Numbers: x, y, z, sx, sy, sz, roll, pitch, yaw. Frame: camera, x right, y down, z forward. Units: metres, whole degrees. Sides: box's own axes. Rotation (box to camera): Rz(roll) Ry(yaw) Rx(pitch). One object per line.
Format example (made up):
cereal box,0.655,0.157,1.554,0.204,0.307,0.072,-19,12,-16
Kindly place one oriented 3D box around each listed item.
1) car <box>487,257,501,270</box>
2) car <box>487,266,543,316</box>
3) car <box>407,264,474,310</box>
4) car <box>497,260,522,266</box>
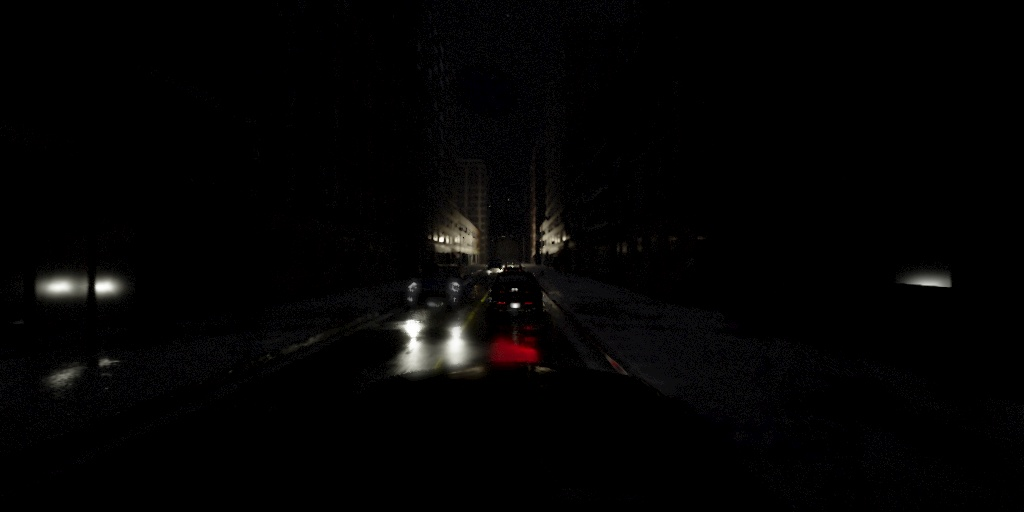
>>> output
car,-2.784,1.224,58.012,2.150,2.045,5.566,0,0,1
car,0.103,1.304,13.583,1.837,1.490,4.892,0,0,0
car,-2.846,1.157,15.042,2.097,1.767,4.553,0,0,0
car,0.109,1.365,30.503,2.128,1.511,4.902,0,0,0
